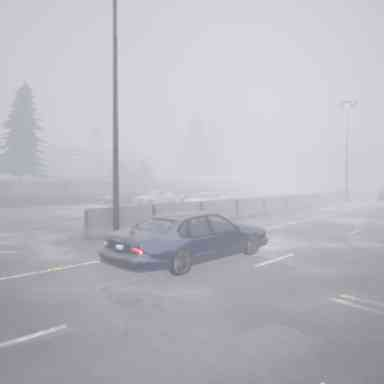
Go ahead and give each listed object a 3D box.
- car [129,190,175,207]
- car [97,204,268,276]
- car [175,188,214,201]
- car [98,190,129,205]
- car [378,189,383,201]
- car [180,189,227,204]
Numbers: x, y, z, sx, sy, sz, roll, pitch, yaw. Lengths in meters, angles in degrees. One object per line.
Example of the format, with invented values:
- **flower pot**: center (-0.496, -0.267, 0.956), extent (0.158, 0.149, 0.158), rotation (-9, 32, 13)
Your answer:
- **car**: center (-3.494, 0.575, 32.257), extent (1.812, 1.442, 4.674), rotation (1, 2, 38)
- **car**: center (0.052, 1.265, 9.470), extent (2.033, 1.411, 5.357), rotation (2, 2, 44)
- **car**: center (0.847, 0.410, 32.110), extent (2.097, 1.767, 4.553), rotation (1, 2, 38)
- **car**: center (-6.806, 0.552, 33.686), extent (2.033, 1.411, 5.357), rotation (1, 2, 39)
- **car**: center (24.732, 0.271, 42.001), extent (1.882, 1.535, 5.008), rotation (2, 2, 30)
- **car**: center (1.156, 0.736, 26.895), extent (1.812, 1.442, 4.674), rotation (1, 2, 39)
